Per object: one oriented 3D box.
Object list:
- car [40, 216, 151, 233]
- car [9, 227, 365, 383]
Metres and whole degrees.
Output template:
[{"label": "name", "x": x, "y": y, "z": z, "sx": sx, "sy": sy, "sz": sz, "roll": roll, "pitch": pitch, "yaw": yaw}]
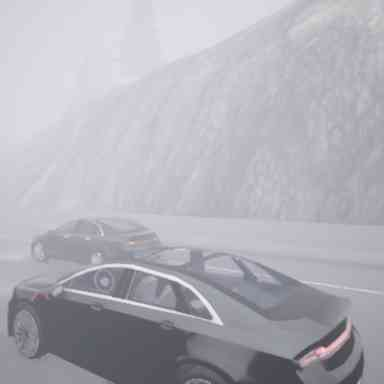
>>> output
[{"label": "car", "x": -3.163, "y": 1.525, "z": 10.515, "sx": 4.892, "sy": 1.490, "sz": 1.837, "roll": 0, "pitch": 0, "yaw": 35}, {"label": "car", "x": -0.509, "y": 1.496, "z": 4.348, "sx": 4.902, "sy": 1.511, "sz": 2.128, "roll": 0, "pitch": 0, "yaw": 35}]
